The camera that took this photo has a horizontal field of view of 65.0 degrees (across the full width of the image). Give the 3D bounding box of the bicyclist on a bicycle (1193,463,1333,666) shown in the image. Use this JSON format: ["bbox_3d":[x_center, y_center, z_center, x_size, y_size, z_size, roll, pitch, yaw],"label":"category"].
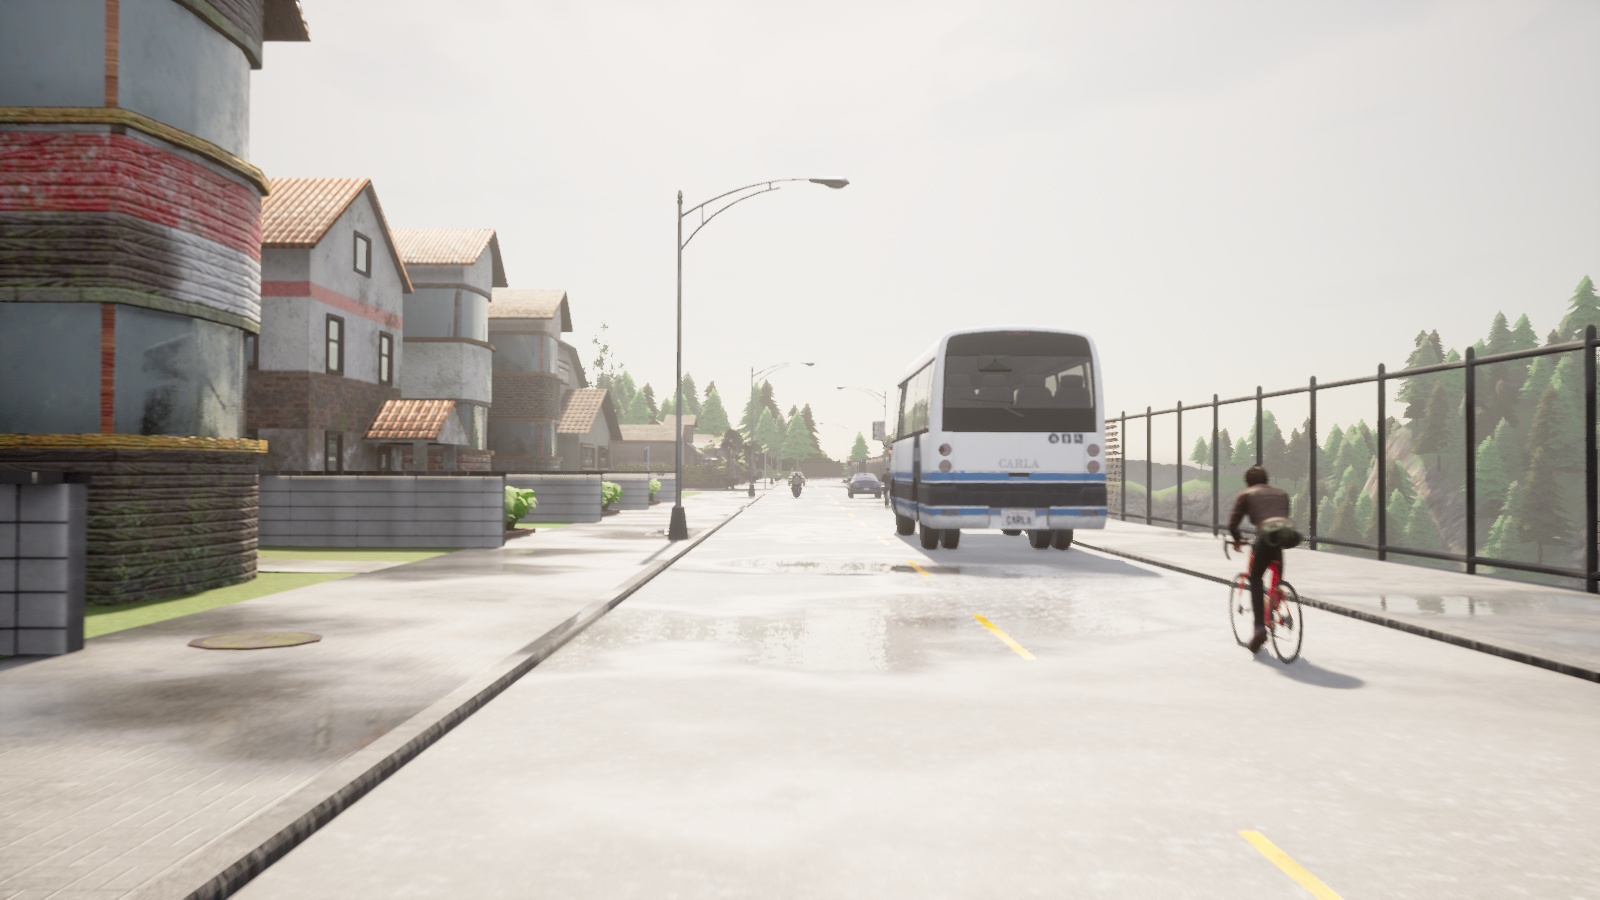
[{"bbox_3d":[3.973,0.934,10.895,0.582,1.620,1.656,0,-1,0],"label":"bicyclist on a bicycle"}]

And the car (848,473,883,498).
[{"bbox_3d":[3.818,2.066,74.094,1.812,1.442,4.674,0,-1,0],"label":"car"}]

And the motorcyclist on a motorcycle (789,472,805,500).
[{"bbox_3d":[-0.176,2.058,72.165,0.866,1.530,2.191,0,-1,0],"label":"motorcyclist on a motorcycle"}]

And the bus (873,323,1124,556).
[{"bbox_3d":[3.926,-0.107,28.138,3.944,4.253,10.273,0,-1,0],"label":"bus"}]
